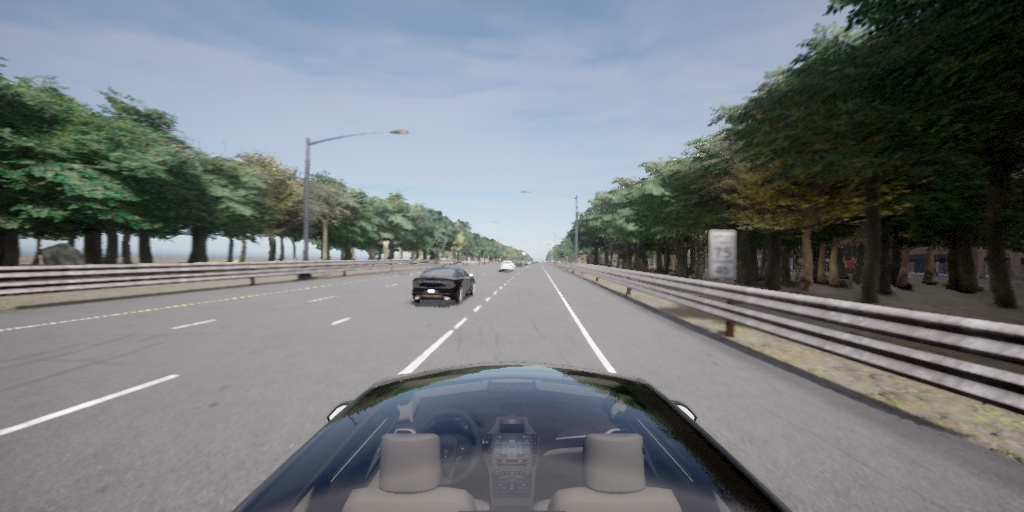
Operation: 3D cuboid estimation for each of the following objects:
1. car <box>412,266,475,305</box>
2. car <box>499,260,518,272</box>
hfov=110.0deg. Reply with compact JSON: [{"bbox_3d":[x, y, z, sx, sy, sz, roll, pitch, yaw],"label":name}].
[{"bbox_3d":[-2.885,1.185,16.021,1.882,1.535,5.008,1,0,4],"label":"car"},{"bbox_3d":[-0.605,1.391,49.092,1.812,1.442,4.674,1,0,4],"label":"car"}]
